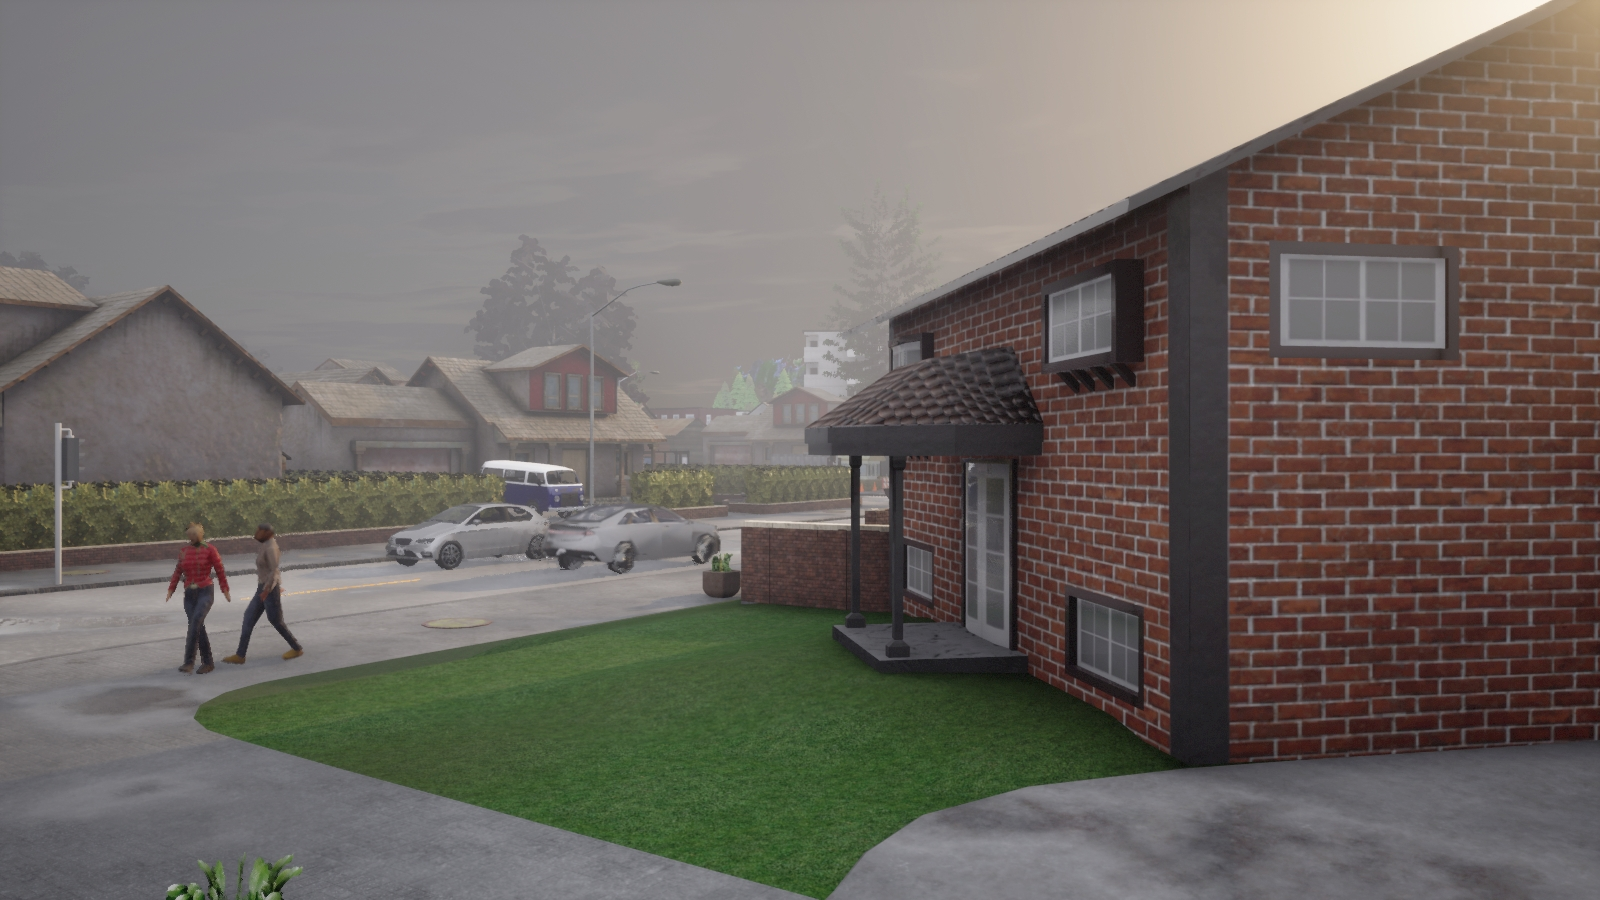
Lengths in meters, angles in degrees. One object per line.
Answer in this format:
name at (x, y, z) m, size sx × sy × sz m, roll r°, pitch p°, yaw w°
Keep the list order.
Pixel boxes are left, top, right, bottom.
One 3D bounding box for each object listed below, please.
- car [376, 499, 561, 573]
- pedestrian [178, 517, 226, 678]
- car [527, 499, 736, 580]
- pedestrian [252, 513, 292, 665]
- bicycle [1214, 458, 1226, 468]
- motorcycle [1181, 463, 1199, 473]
car at (-8.091, 2.051, 28.194) m, size 1.816 × 1.474 × 4.193 m, roll 0°, pitch 0°, yaw 34°
pedestrian at (-7.089, 1.736, 13.555) m, size 0.375 × 1.860 × 0.375 m, roll 0°, pitch 0°, yaw 1°
car at (-3.879, 2.035, 27.191) m, size 2.128 × 1.511 × 4.902 m, roll 0°, pitch 0°, yaw 35°
pedestrian at (-6.659, 1.736, 14.404) m, size 0.375 × 1.860 × 0.375 m, roll 0°, pitch 0°, yaw -38°
bicycle at (65.395, 2.030, 177.932) m, size 1.835 × 1.471 × 0.329 m, roll 0°, pitch 0°, yaw 35°
motorcycle at (47.455, 2.161, 139.026) m, size 2.033 × 1.199 × 0.803 m, roll 0°, pitch 0°, yaw 35°
